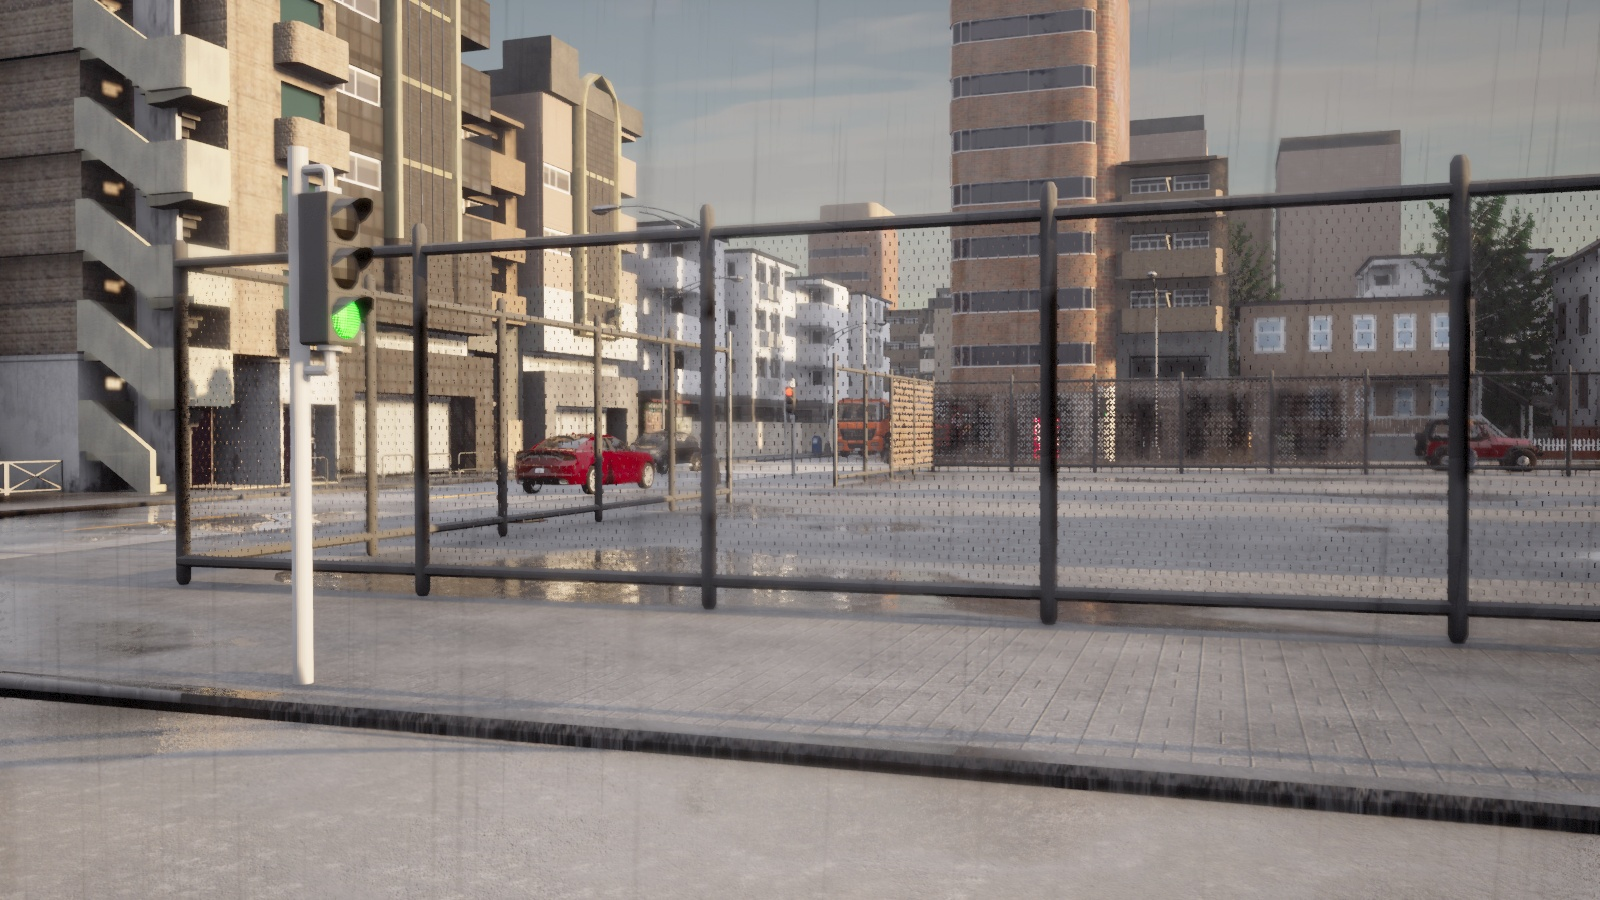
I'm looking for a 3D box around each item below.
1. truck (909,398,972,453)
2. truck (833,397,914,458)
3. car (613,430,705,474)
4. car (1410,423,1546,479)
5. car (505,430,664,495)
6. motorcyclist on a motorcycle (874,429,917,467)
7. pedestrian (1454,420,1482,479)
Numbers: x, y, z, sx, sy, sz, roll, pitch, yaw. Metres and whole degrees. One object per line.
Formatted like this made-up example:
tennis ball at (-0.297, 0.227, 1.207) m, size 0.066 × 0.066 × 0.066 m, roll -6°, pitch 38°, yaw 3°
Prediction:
truck at (10.383, -1.776, 92.243) m, size 2.891 × 3.827 × 8.468 m, roll 1°, pitch 1°, yaw 18°
truck at (4.478, -1.336, 74.755) m, size 2.891 × 3.462 × 7.936 m, roll 1°, pitch 1°, yaw 18°
car at (-5.133, 0.048, 46.069) m, size 1.789 × 1.549 × 3.705 m, roll 1°, pitch 1°, yaw 22°
car at (23.479, 0.012, 43.646) m, size 3.866 × 1.878 × 1.905 m, roll 1°, pitch 1°, yaw 19°
car at (-5.473, 0.262, 32.603) m, size 1.882 × 1.535 × 5.008 m, roll 1°, pitch 1°, yaw 19°
motorcyclist on a motorcycle at (4.297, -0.114, 56.662) m, size 0.766 × 1.649 × 2.350 m, roll 2°, pitch 0°, yaw -28°
pedestrian at (21.181, -0.022, 39.839) m, size 0.706 × 1.836 × 0.354 m, roll 0°, pitch 1°, yaw 13°
